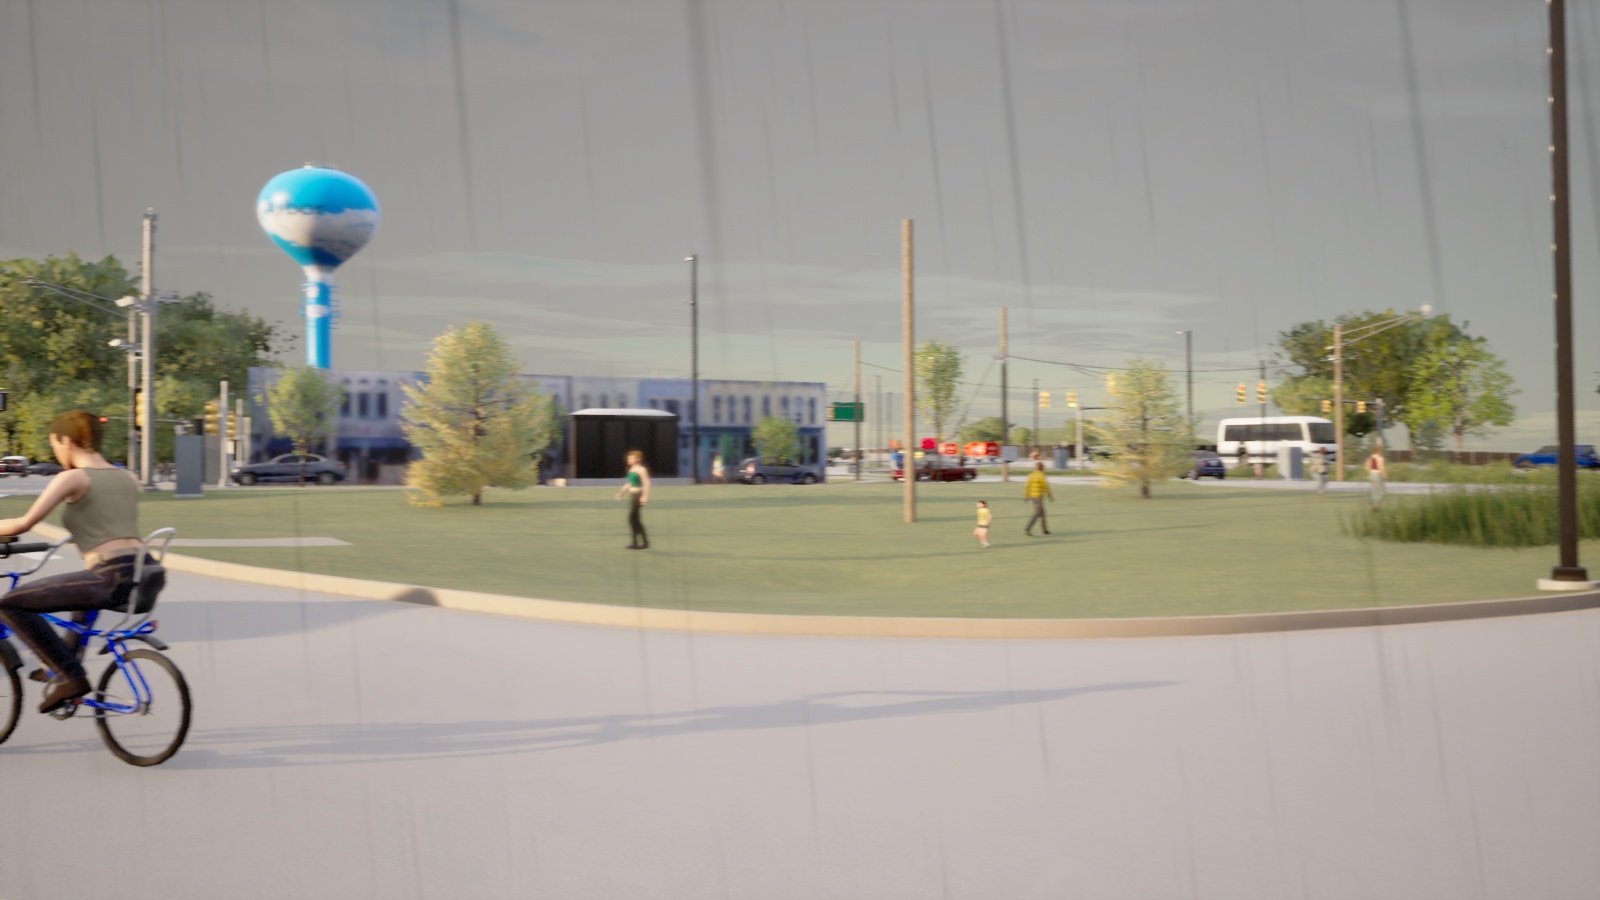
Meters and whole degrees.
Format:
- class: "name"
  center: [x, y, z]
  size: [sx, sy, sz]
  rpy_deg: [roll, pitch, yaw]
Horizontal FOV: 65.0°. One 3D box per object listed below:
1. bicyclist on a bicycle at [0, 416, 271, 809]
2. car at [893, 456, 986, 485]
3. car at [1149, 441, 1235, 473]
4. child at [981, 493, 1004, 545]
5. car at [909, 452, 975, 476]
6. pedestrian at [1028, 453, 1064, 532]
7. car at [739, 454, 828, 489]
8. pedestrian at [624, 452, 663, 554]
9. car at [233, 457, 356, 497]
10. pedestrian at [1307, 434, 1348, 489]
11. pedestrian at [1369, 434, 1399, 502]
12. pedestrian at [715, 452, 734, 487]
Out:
- class: "bicyclist on a bicycle"
  center: [-3.371, 0.681, 5.787]
  size: [1.509, 1.612, 0.866]
  rpy_deg: [-1, -1, 16]
- class: "car"
  center: [7.414, 1.082, 66.617]
  size: [4.718, 1.301, 1.895]
  rpy_deg: [-2, -1, -31]
- class: "car"
  center: [22.251, 0.429, 71.459]
  size: [2.097, 1.767, 4.553]
  rpy_deg: [-1, -1, -24]
- class: "child"
  center: [4.175, 1.492, 27.263]
  size: [0.394, 1.110, 0.255]
  rpy_deg: [-1, -1, -28]
- class: "car"
  center: [9.339, 0.930, 83.180]
  size: [2.163, 1.488, 4.792]
  rpy_deg: [-1, -1, -24]
- class: "pedestrian"
  center: [5.824, 1.006, 29.694]
  size: [0.726, 1.835, 0.370]
  rpy_deg: [-1, -2, -31]
- class: "car"
  center: [-0.838, 1.055, 62.533]
  size: [3.988, 1.617, 1.851]
  rpy_deg: [-1, -1, -25]
- class: "pedestrian"
  center: [-2.873, 0.969, 23.057]
  size: [0.594, 1.836, 0.345]
  rpy_deg: [-1, -2, -28]
- class: "car"
  center: [-22.798, 1.215, 56.664]
  size: [5.027, 1.651, 2.152]
  rpy_deg: [-1, -2, -24]
- class: "pedestrian"
  center: [18.124, 0.417, 43.159]
  size: [0.874, 1.855, 0.900]
  rpy_deg: [-1, -1, -20]
- class: "pedestrian"
  center: [15.852, 0.490, 34.102]
  size: [0.594, 1.836, 0.345]
  rpy_deg: [-1, -1, -18]
- class: "pedestrian"
  center: [-4.312, 1.134, 71.460]
  size: [0.873, 1.952, 0.659]
  rpy_deg: [-1, -1, -24]
